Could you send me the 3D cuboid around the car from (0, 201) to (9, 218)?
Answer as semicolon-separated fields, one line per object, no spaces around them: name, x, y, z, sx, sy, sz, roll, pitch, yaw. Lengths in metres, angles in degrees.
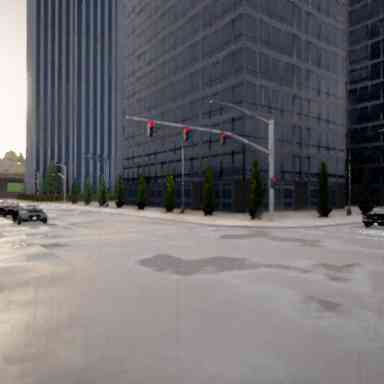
car;-17.512;1.758;32.461;1.895;1.301;4.718;0;0;-36

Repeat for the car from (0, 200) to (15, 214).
car;-22.630;1.733;39.559;2.033;1.411;5.357;0;0;-36

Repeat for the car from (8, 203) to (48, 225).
car;-12.386;1.691;25.358;1.994;1.385;4.181;0;0;-36

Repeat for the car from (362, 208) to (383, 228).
car;13.281;1.706;22.070;4.718;1.301;1.895;0;0;-35
